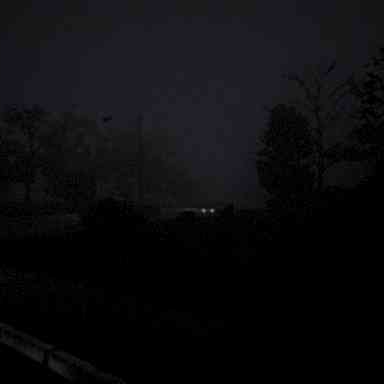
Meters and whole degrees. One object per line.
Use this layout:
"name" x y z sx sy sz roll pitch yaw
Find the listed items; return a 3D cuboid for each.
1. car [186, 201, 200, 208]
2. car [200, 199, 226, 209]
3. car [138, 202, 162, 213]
"car" 0.888 2.134 56.936 1.895 1.301 4.718 -2 -1 32
"car" 3.865 1.949 55.102 1.882 1.535 5.008 -2 -1 32
"car" -5.774 1.932 39.930 1.895 1.301 4.718 -2 -1 32
